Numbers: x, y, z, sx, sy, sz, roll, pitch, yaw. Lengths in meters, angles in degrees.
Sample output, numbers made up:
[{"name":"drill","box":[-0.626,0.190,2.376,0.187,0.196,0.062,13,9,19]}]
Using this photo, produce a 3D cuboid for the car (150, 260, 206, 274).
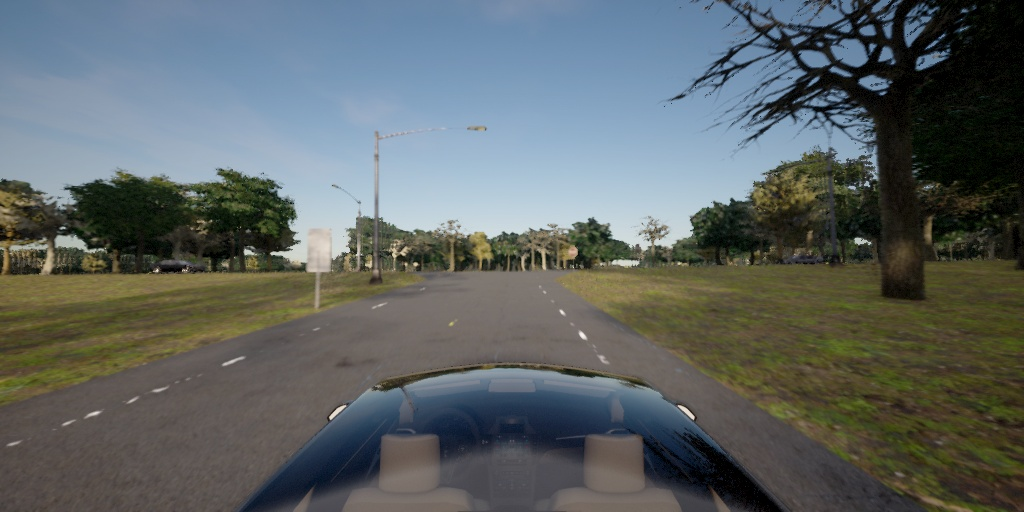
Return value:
[{"name":"car","box":[-35.615,1.155,38.350,5.008,1.535,1.882,-1,-3,1]}]

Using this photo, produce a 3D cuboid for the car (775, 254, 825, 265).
[{"name":"car","box":[36.741,0.513,45.758,5.357,1.411,2.033,-1,-3,-1]}]
